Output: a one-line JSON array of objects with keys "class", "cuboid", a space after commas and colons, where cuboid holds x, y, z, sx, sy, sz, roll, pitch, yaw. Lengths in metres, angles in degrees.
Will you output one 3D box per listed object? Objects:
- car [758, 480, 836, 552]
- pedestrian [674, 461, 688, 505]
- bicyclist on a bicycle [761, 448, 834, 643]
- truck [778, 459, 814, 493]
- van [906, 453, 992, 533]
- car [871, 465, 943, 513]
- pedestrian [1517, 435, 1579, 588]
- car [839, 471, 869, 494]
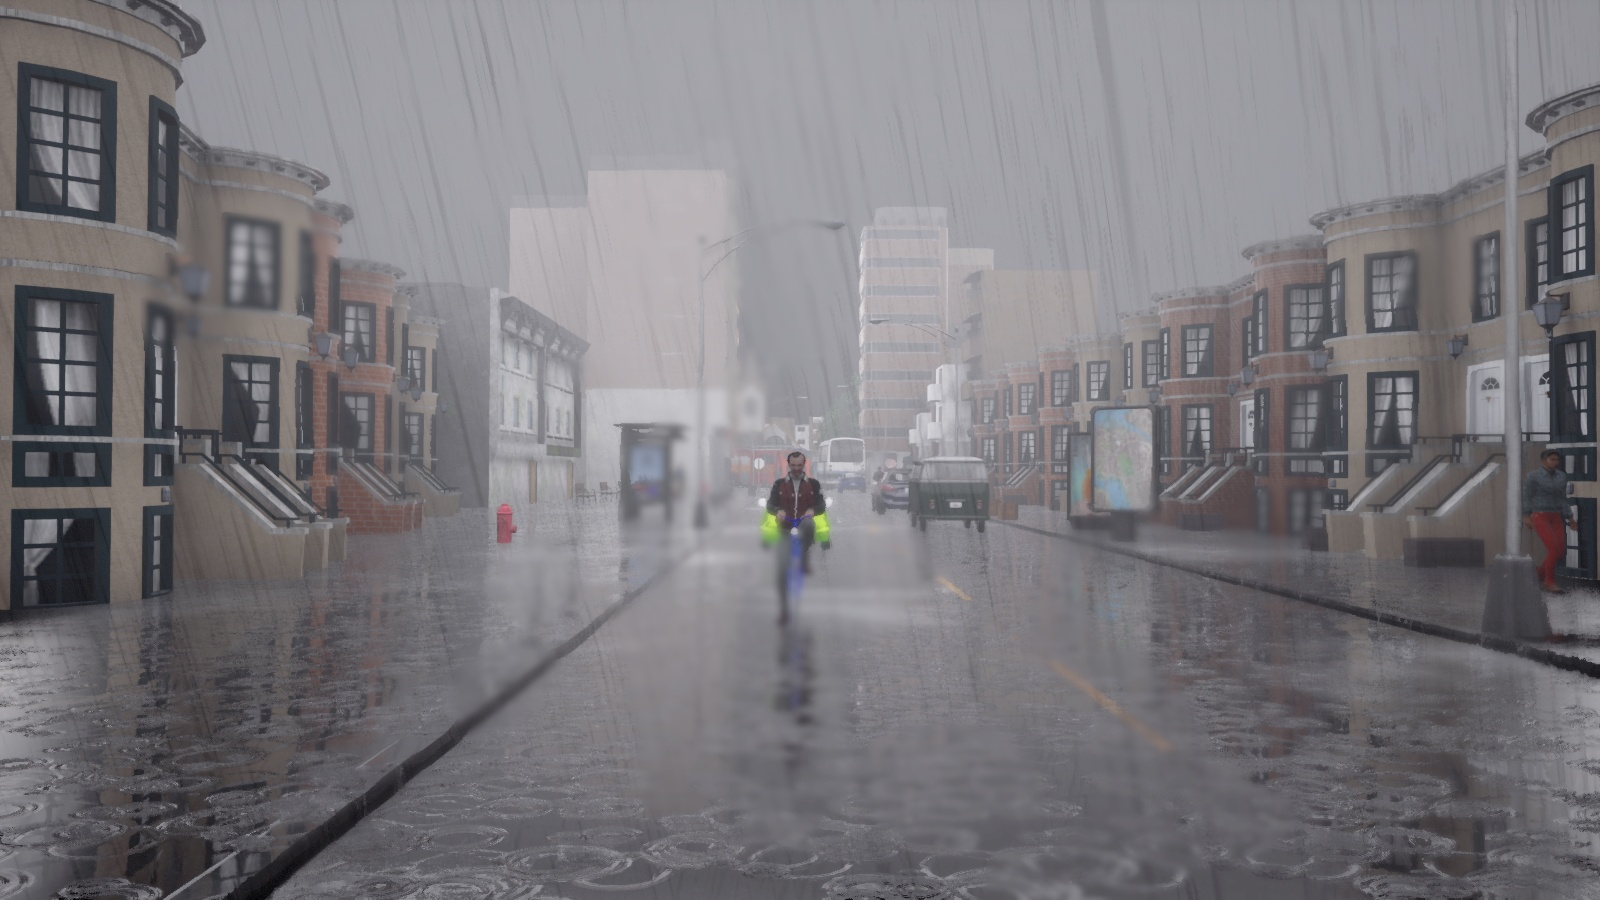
[{"class": "car", "cuboid": [-0.057, 1.292, 25.218, 1.481, 1.376, 2.207, 0, -1, 0]}, {"class": "pedestrian", "cuboid": [-5.301, 1.482, 55.902, 0.423, 1.949, 0.788, 0, -1, 8]}, {"class": "bicyclist on a bicycle", "cuboid": [-0.029, 0.893, 12.388, 0.659, 1.776, 1.843, 0, -1, 0]}, {"class": "truck", "cuboid": [-0.270, 1.908, 94.286, 2.627, 2.467, 5.204, 0, -1, 0]}, {"class": "van", "cuboid": [3.923, 1.116, 33.681, 1.775, 1.987, 4.442, 0, -1, 0]}, {"class": "car", "cuboid": [3.894, 1.420, 46.338, 2.242, 1.667, 4.611, 0, -1, 0]}, {"class": "pedestrian", "cuboid": [9.243, 0.748, 15.532, 0.353, 1.847, 0.614, 0, -1, -3]}, {"class": "car", "cuboid": [3.750, 2.262, 88.612, 1.882, 1.535, 5.008, 0, -1, 0]}]
